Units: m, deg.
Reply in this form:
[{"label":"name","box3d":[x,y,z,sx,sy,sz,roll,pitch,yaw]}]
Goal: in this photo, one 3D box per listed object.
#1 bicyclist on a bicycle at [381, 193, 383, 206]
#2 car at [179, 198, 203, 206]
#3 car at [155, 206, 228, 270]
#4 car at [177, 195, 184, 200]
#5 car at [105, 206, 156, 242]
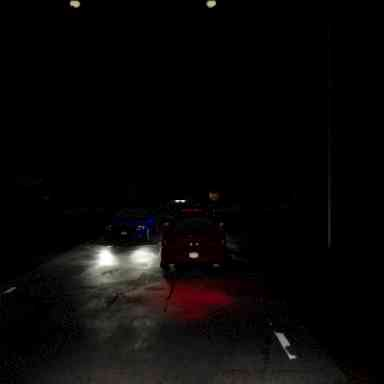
[{"label":"bicyclist on a bicycle","box3d":[22.836,0.939,39.468,0.582,1.620,1.656,-1,0,0]},{"label":"car","box3d":[0.069,1.459,25.764,1.837,1.490,4.892,0,0,1]},{"label":"car","box3d":[0.066,1.455,11.024,1.882,1.535,5.008,0,0,0]},{"label":"car","box3d":[-3.128,1.537,89.221,1.895,1.301,4.718,0,0,0]},{"label":"car","box3d":[-2.842,1.446,16.338,1.882,1.535,5.008,0,0,0]}]
